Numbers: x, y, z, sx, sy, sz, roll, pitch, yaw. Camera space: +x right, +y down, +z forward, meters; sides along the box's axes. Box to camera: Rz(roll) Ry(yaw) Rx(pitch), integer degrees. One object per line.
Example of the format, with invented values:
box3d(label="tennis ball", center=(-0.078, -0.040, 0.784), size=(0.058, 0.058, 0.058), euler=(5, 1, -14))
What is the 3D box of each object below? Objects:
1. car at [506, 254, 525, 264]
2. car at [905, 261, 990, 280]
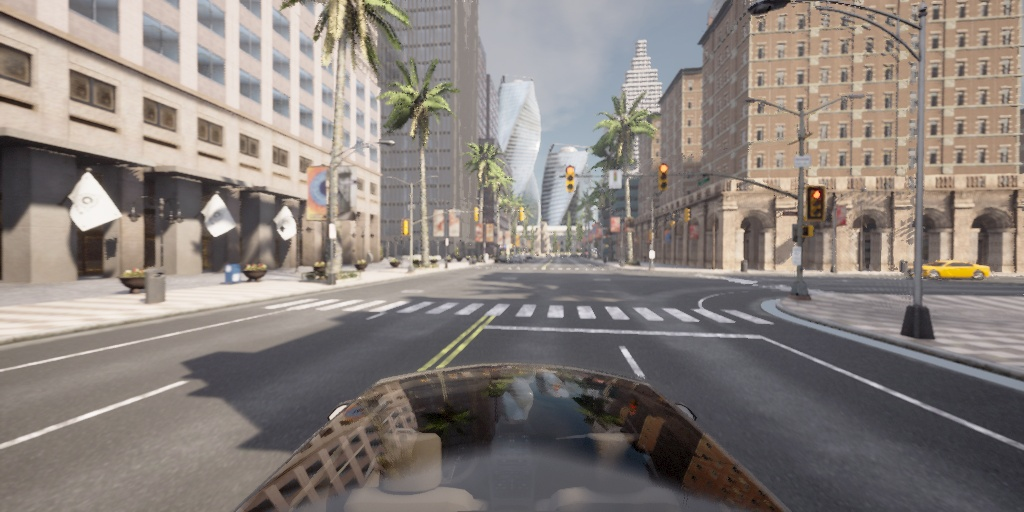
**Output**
box3d(label="car", center=(0.634, 0.690, 60.569), size=(1.994, 1.385, 4.181), euler=(0, 1, 8))
box3d(label="car", center=(35.566, 1.138, 29.401), size=(5.008, 1.535, 1.882), euler=(0, 1, 8))
